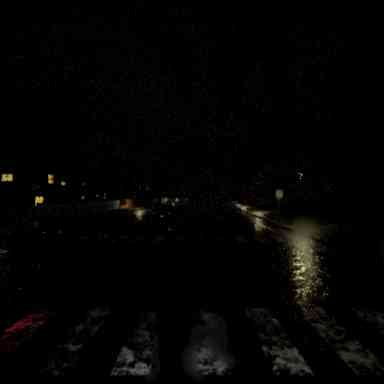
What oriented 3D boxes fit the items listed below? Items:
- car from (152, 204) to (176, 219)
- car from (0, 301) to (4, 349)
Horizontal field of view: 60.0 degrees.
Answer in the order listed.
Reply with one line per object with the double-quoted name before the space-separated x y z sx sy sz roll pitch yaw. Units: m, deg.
"car" -2.631 1.852 32.600 2.033 1.411 5.357 0 -1 2
"car" -3.236 1.544 2.149 1.837 1.490 4.892 0 0 0
